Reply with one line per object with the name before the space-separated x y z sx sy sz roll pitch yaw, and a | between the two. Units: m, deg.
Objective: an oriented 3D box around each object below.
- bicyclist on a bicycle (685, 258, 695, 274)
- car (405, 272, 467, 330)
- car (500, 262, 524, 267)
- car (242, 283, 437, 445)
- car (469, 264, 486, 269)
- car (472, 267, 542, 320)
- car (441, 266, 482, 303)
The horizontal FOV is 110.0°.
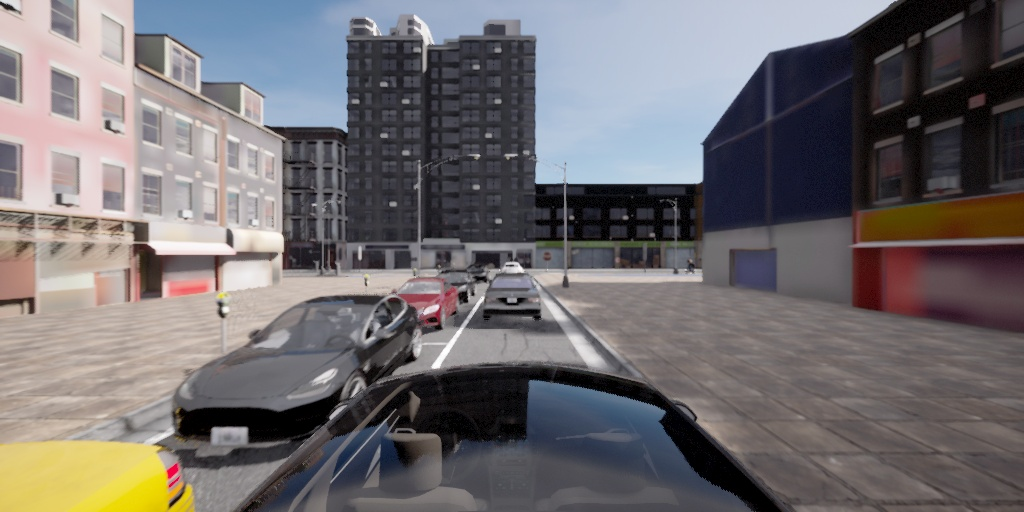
bicyclist on a bicycle | 17.350 0.974 35.024 0.582 1.620 1.656 0 0 0
car | -2.640 1.318 10.981 1.802 1.307 4.207 0 0 0
car | -0.005 1.236 28.800 1.812 1.442 4.674 0 0 0
car | -2.639 1.310 5.530 1.948 1.339 4.313 0 0 0
car | -2.644 1.278 27.338 1.948 1.339 4.313 0 0 0
car | 0.017 1.282 12.538 2.033 1.411 5.357 0 0 0
car | -2.641 1.294 16.433 1.948 1.339 4.313 0 0 0
